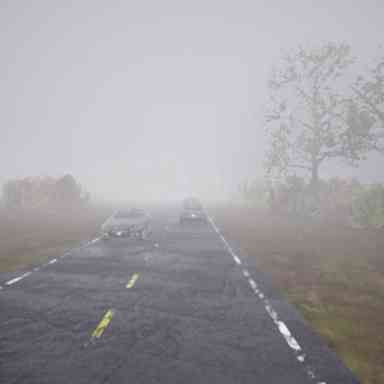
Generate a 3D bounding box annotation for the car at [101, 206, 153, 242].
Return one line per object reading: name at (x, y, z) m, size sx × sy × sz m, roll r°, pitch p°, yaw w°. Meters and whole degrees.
car at (-3.056, 1.509, 16.424) m, size 1.837 × 1.490 × 4.892 m, roll 0°, pitch 0°, yaw 0°

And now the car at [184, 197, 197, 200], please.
car at (-0.269, 1.358, 42.103) m, size 2.097 × 1.767 × 4.553 m, roll 0°, pitch 0°, yaw -3°

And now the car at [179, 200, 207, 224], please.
car at (0.086, 1.568, 24.605) m, size 1.994 × 1.385 × 4.181 m, roll 0°, pitch 0°, yaw 0°
